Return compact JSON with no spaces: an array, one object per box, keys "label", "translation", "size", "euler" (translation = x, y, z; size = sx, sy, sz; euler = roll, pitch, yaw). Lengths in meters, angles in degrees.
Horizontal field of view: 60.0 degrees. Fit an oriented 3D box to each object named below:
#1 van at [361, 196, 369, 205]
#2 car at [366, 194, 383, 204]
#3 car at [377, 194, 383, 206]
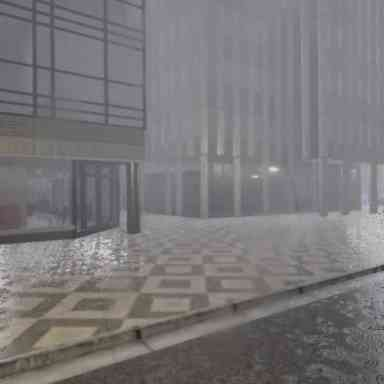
[{"label":"van","translation":[29.931,1.509,59.578],"size":[1.690,1.788,3.998],"euler":[-1,1,-36]},{"label":"car","translation":[36.872,1.382,64.538],"size":[2.192,1.841,5.009],"euler":[-1,1,-36]},{"label":"car","translation":[33.153,1.505,55.088],"size":[2.192,1.841,5.009],"euler":[-1,1,-36]}]
